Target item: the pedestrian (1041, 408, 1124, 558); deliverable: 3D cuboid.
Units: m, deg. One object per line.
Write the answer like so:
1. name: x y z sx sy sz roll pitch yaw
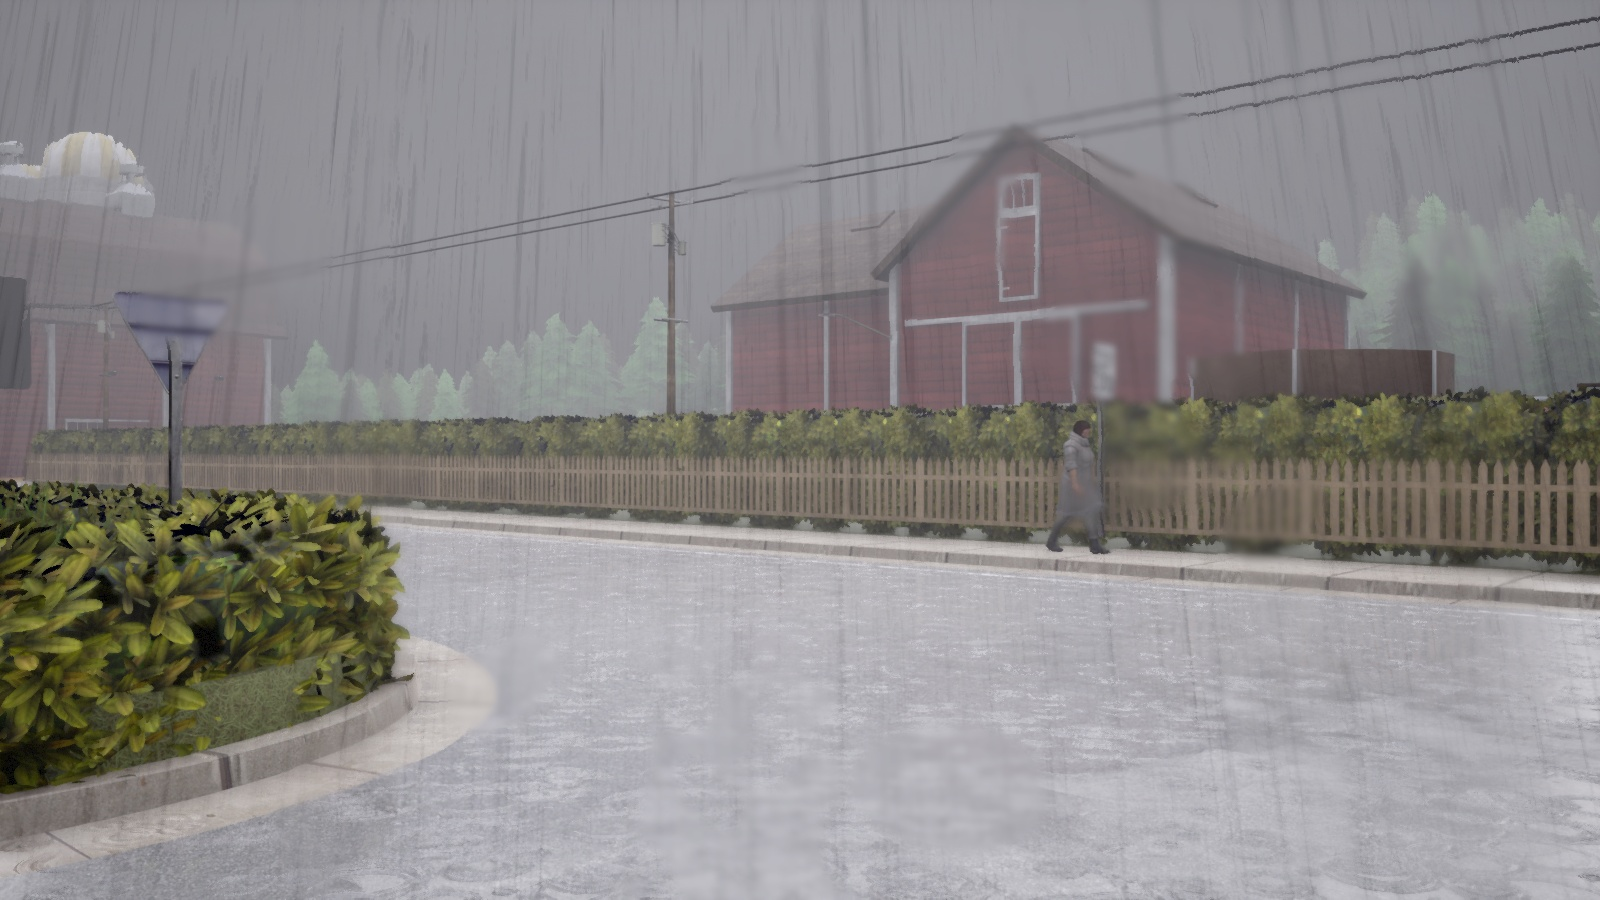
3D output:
1. pedestrian: 3.795 0.433 16.878 0.873 1.952 0.659 0 0 43
